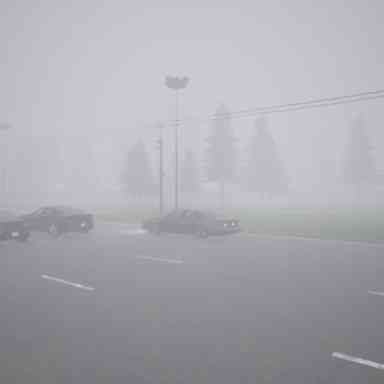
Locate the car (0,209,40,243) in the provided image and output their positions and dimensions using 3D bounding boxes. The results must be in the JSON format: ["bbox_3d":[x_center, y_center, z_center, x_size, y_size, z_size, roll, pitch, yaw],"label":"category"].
[{"bbox_3d":[-8.971,1.506,14.674,4.674,1.442,1.812,0,0,35],"label":"car"}]

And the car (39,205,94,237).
[{"bbox_3d":[-7.386,1.457,17.851,5.008,1.535,1.882,0,0,36],"label":"car"}]

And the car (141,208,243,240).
[{"bbox_3d":[-0.120,1.535,16.936,5.357,1.411,2.033,0,0,36],"label":"car"}]
